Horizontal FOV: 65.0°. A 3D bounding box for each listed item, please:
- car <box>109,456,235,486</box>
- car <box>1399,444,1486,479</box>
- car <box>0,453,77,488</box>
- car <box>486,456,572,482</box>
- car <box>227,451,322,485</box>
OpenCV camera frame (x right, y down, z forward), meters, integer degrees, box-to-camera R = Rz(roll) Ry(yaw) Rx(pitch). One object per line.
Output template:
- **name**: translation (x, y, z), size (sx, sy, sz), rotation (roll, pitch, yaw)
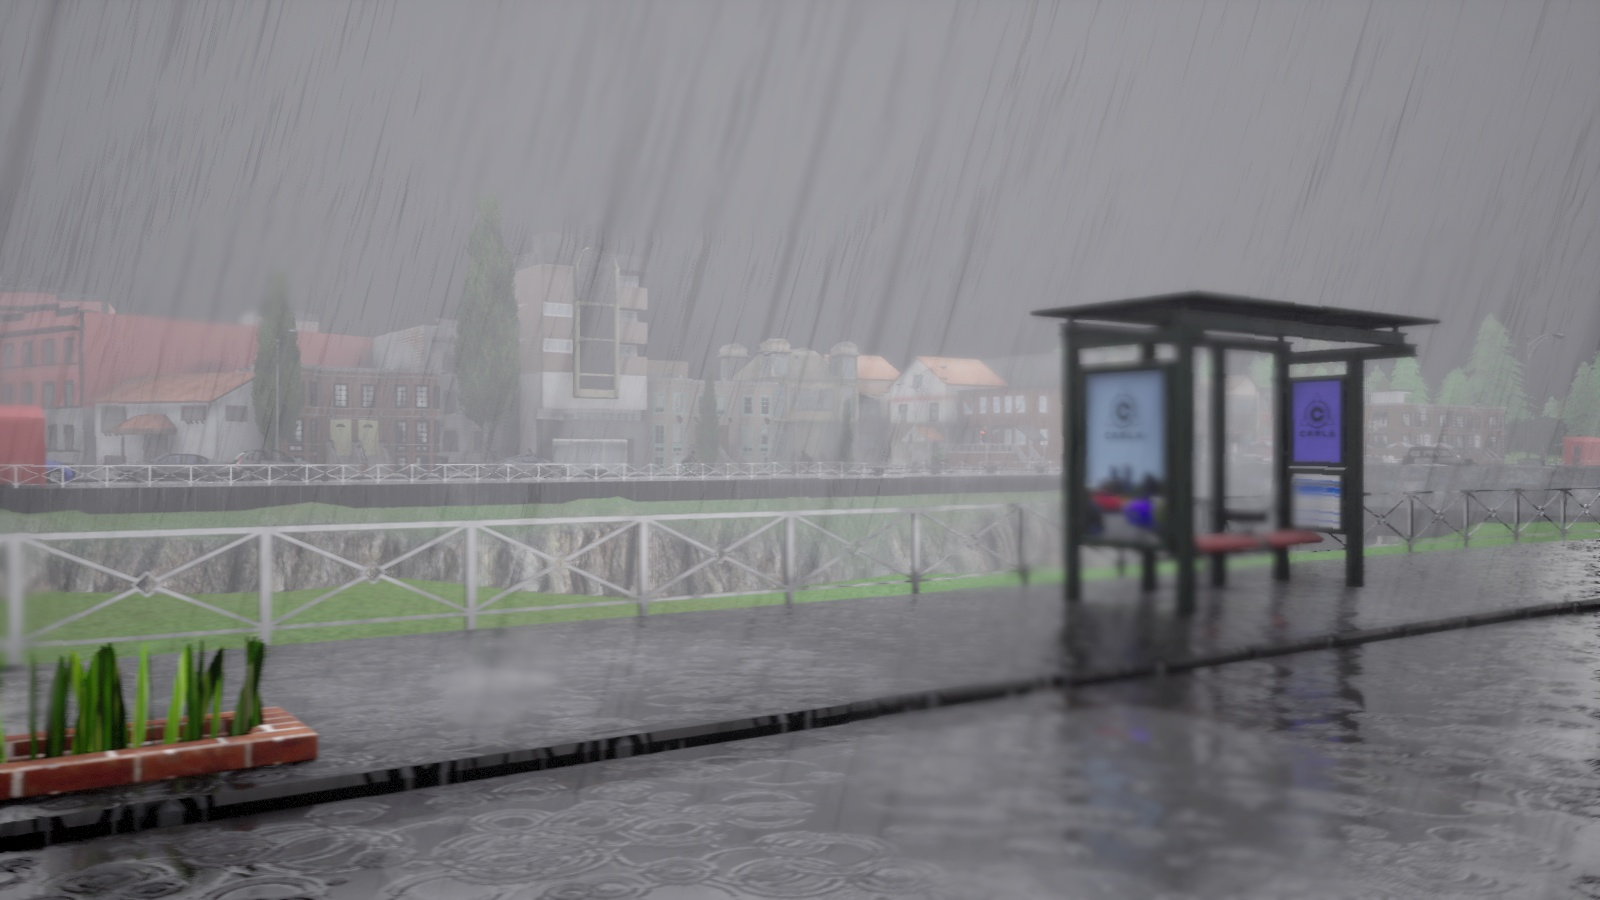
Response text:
- **car**: translation (-31.262, 1.013, 62.575), size (5.357, 1.411, 2.033), rotation (0, 0, -34)
- **car**: translation (35.921, 0.638, 70.287), size (1.905, 1.878, 3.866), rotation (0, 0, -35)
- **car**: translation (-34.619, 0.902, 55.440), size (4.514, 1.525, 2.007), rotation (0, 0, -34)
- **car**: translation (-14.893, 1.010, 69.133), size (4.181, 1.385, 1.994), rotation (0, 0, -35)
- **car**: translation (-25.762, 0.850, 61.592), size (3.988, 1.617, 1.851), rotation (0, 0, -34)
